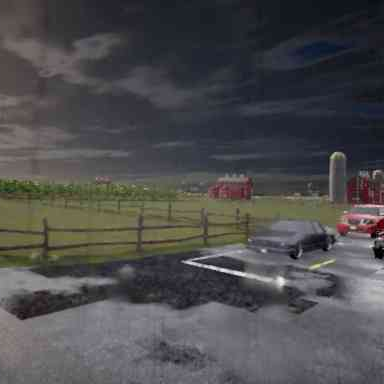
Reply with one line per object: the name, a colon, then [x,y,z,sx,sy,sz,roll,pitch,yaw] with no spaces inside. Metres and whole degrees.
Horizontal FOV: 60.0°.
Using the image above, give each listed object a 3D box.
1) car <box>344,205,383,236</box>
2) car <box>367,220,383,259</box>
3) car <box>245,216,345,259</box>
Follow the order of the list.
car: [11.514,1.858,21.809,2.150,2.045,5.566,0,-1,44]
car: [9.005,2.001,13.684,1.994,1.385,4.181,0,-1,43]
car: [4.501,1.889,14.356,2.033,1.411,5.357,0,-1,43]
